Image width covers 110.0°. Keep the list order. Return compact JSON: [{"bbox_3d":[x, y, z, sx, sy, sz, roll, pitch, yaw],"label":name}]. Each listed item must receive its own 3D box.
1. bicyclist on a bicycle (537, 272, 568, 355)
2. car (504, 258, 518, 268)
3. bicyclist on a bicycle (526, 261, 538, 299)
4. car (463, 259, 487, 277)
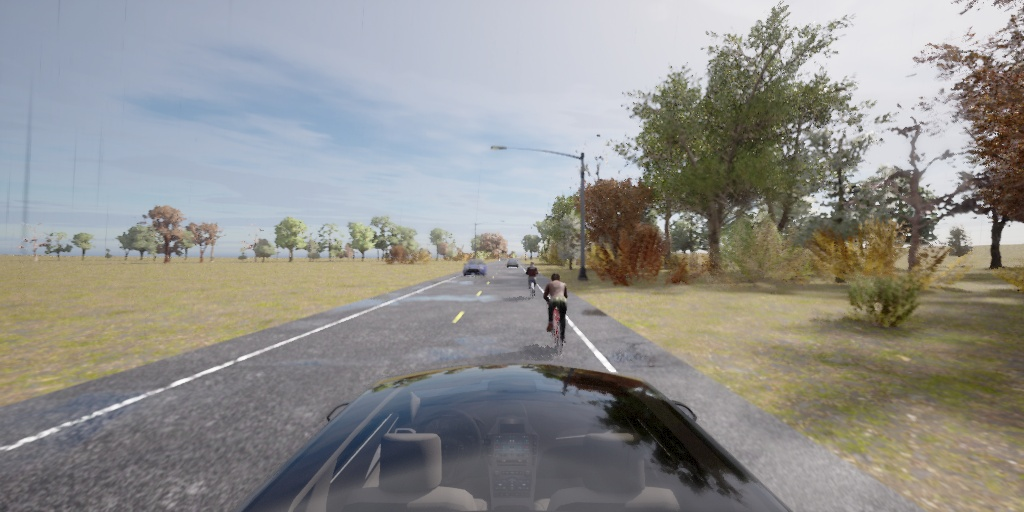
[{"bbox_3d":[0.962,1.203,7.771,0.582,1.620,1.656,0,0,0],"label":"bicyclist on a bicycle"},{"bbox_3d":[0.094,1.320,63.148,1.994,1.385,4.181,0,0,0],"label":"car"},{"bbox_3d":[0.961,1.122,17.159,0.659,1.776,1.843,0,0,0],"label":"bicyclist on a bicycle"},{"bbox_3d":[-3.602,1.104,35.480,2.097,1.767,4.553,0,0,0],"label":"car"}]
